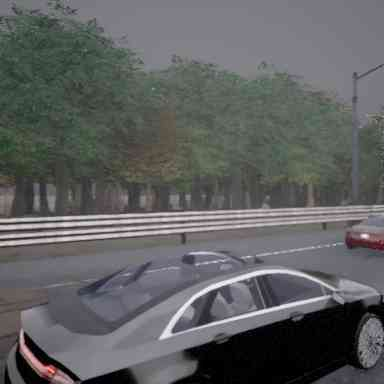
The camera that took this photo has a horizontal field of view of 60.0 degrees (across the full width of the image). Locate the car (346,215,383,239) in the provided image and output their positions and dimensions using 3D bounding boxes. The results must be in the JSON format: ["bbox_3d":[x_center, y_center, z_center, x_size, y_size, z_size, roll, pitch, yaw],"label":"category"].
[{"bbox_3d":[8.075,1.611,13.428,4.181,1.385,1.994,0,0,-34],"label":"car"}]

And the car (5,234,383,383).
[{"bbox_3d":[0.529,1.497,4.067,4.902,1.511,2.128,0,0,-35],"label":"car"}]
